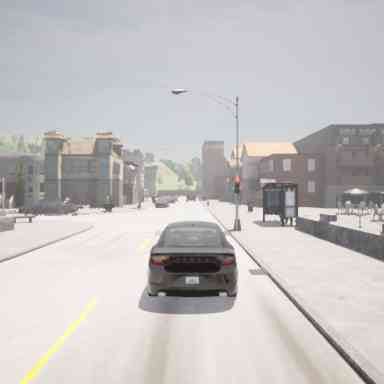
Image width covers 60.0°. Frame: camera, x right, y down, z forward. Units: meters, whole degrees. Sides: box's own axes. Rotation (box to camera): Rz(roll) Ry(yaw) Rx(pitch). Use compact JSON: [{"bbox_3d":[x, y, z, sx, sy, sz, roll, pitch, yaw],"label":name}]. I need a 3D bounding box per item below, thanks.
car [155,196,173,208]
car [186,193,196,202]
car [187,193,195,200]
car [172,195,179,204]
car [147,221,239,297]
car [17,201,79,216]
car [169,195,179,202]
[{"bbox_3d":[-4.225,1.544,47.899,2.033,1.411,5.357,0,0,0],"label":"car"},{"bbox_3d":[-0.210,1.212,76.739,2.150,2.045,5.566,0,0,0],"label":"car"},{"bbox_3d":[-0.239,1.182,87.100,2.097,1.767,4.553,0,0,0],"label":"car"},{"bbox_3d":[-4.217,1.544,64.721,2.033,1.411,5.357,0,0,0],"label":"car"},{"bbox_3d":[0.027,1.477,8.613,1.882,1.535,5.008,0,0,0],"label":"car"},{"bbox_3d":[-13.854,1.545,32.223,5.357,1.411,2.033,0,0,-5],"label":"car"},{"bbox_3d":[-4.219,1.508,79.843,2.128,1.511,4.902,0,0,0],"label":"car"}]
